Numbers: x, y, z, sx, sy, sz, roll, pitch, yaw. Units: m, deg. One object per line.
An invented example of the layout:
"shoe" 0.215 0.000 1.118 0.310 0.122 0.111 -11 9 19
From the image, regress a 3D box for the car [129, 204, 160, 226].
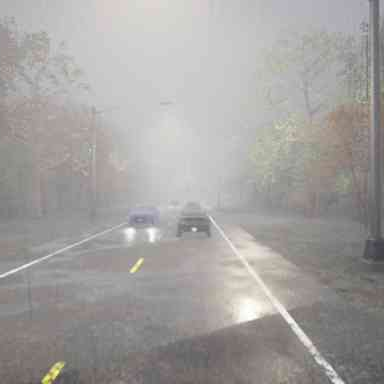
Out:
"car" -3.577 1.677 25.586 1.882 1.535 5.008 0 0 0

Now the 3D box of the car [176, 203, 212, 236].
"car" 0.114 1.662 19.427 1.837 1.490 4.892 0 0 0

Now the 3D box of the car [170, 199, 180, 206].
"car" -3.456 2.066 66.731 1.895 1.301 4.718 0 0 0

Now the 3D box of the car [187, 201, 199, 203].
"car" 0.131 1.811 40.265 1.837 1.490 4.892 0 0 0
